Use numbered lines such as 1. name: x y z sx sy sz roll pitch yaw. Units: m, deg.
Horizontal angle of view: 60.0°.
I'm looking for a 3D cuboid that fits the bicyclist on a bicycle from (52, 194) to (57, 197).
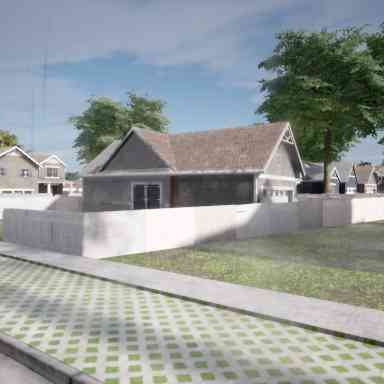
1. bicyclist on a bicycle: -13.035 1.029 31.551 1.656 1.620 0.582 0 1 34
